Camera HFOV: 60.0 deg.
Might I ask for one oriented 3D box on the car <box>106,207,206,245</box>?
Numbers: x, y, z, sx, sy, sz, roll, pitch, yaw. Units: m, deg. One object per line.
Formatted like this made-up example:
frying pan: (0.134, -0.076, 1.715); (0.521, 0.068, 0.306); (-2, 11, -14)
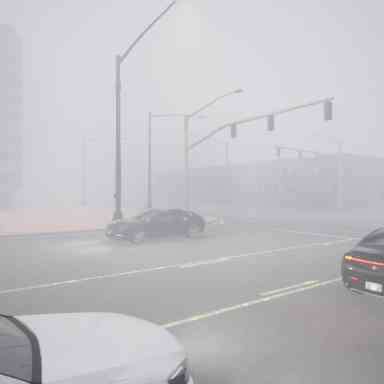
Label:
car: (-1.582, 1.505, 15.734); (4.892, 1.490, 1.837); (0, 0, -35)

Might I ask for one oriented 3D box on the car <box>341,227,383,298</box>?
car: (5.341, 1.505, 7.551); (4.892, 1.490, 1.837); (0, 0, -35)

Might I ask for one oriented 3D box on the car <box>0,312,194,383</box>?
car: (-2.137, 1.526, 2.224); (4.674, 1.442, 1.812); (0, 0, -35)
